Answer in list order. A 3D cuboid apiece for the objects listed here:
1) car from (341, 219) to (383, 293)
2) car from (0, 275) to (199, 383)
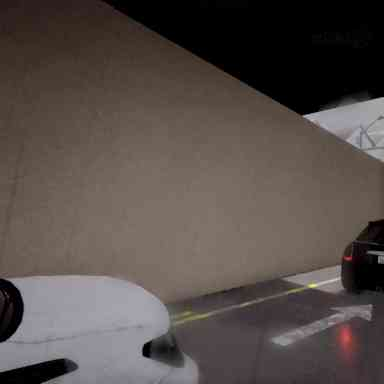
[{"bbox_3d":[5.489,1.352,7.679,4.553,1.767,2.097,0,0,-36],"label":"car"},{"bbox_3d":[-2.606,1.222,1.930,5.566,2.045,2.150,0,0,-35],"label":"car"}]
